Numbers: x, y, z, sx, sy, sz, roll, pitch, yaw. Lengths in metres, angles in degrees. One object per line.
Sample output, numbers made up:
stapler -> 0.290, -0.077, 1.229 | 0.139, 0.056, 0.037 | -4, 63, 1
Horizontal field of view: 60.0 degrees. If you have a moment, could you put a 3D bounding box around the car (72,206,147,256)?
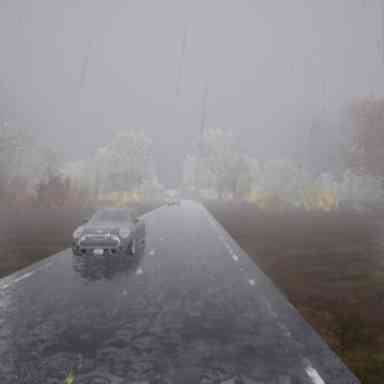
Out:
car -> -3.096, 1.389, 13.268 | 2.097, 1.767, 4.553 | 0, 0, 0

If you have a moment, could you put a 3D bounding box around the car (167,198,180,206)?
car -> -3.039, 1.692, 55.948 | 1.994, 1.385, 4.181 | 0, 0, 1
